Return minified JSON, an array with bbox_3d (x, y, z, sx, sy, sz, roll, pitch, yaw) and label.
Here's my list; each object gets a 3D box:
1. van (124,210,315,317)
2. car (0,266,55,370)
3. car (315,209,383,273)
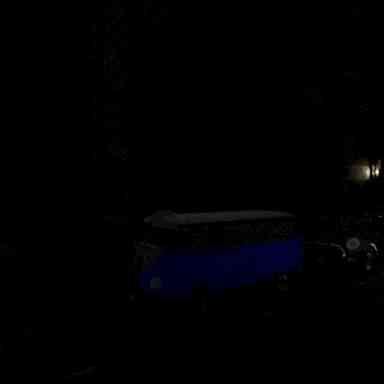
[{"bbox_3d":[0.625,1.310,7.099,3.998,1.788,1.690,0,0,-36],"label":"van"},{"bbox_3d":[-3.962,1.559,3.826,4.403,1.369,2.008,0,0,-36],"label":"car"},{"bbox_3d":[5.214,1.371,10.372,4.097,1.590,1.967,0,0,-36],"label":"car"}]
